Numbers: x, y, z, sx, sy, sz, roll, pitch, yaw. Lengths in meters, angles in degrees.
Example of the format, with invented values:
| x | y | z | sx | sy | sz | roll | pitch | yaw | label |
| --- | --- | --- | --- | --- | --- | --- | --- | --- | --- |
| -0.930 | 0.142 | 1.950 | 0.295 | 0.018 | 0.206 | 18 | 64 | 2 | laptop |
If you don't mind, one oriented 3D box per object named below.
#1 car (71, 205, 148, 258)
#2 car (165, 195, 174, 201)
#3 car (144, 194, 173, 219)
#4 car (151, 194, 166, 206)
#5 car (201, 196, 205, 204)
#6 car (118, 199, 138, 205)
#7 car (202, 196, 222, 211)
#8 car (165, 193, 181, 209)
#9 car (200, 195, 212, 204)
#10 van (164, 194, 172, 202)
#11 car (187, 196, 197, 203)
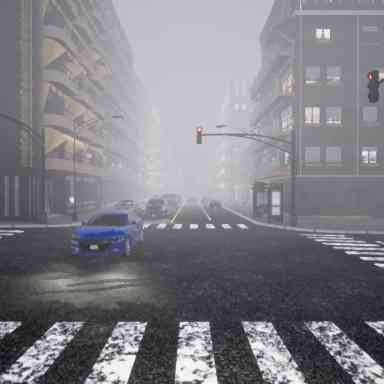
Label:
| x | y | z | sx | sy | sz | roll | pitch | yaw | label |
| --- | --- | --- | --- | --- | --- | --- | --- | --- | --- |
| -3.108 | 1.476 | 13.045 | 1.882 | 1.535 | 5.008 | 0 | 0 | 0 | car |
| -5.761 | 1.546 | 85.548 | 2.008 | 1.369 | 4.403 | 0 | 0 | 0 | car |
| -3.121 | 1.350 | 29.376 | 2.097 | 1.767 | 4.553 | 0 | 0 | 0 | car |
| -5.740 | 1.312 | 57.354 | 2.192 | 1.841 | 5.009 | 0 | 0 | 0 | car |
| 2.651 | 1.542 | 46.078 | 1.887 | 1.381 | 4.507 | 0 | 0 | 0 | car |
| -5.717 | 1.438 | 29.161 | 1.967 | 1.590 | 4.097 | 0 | 0 | 0 | car |
| 2.655 | 1.548 | 40.440 | 2.008 | 1.369 | 4.403 | 0 | 0 | 0 | car |
| -3.127 | 1.222 | 46.565 | 2.150 | 2.045 | 5.566 | 0 | 0 | 0 | car |
| 2.637 | 1.437 | 62.995 | 1.967 | 1.590 | 4.097 | 0 | 0 | 0 | car |
| -5.757 | 1.337 | 79.910 | 1.690 | 1.788 | 3.998 | 0 | 0 | 0 | van |
| 0.043 | 1.561 | 69.663 | 1.994 | 1.385 | 4.181 | 0 | 0 | 0 | car |
